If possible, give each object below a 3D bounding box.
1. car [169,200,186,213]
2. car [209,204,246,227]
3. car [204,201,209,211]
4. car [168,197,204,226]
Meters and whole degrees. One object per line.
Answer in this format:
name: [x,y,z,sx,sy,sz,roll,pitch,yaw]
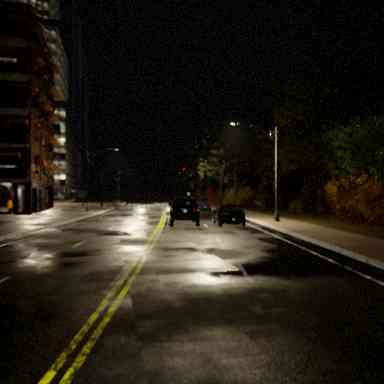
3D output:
car: [-1.956,1.874,43.950,2.033,1.411,5.357,0,0,-5]
car: [2.663,1.663,24.569,1.882,1.535,5.008,0,0,-3]
car: [1.348,1.867,43.466,2.033,1.411,5.357,0,0,-5]
car: [-0.618,1.415,25.417,2.150,2.045,5.566,0,-1,-3]
